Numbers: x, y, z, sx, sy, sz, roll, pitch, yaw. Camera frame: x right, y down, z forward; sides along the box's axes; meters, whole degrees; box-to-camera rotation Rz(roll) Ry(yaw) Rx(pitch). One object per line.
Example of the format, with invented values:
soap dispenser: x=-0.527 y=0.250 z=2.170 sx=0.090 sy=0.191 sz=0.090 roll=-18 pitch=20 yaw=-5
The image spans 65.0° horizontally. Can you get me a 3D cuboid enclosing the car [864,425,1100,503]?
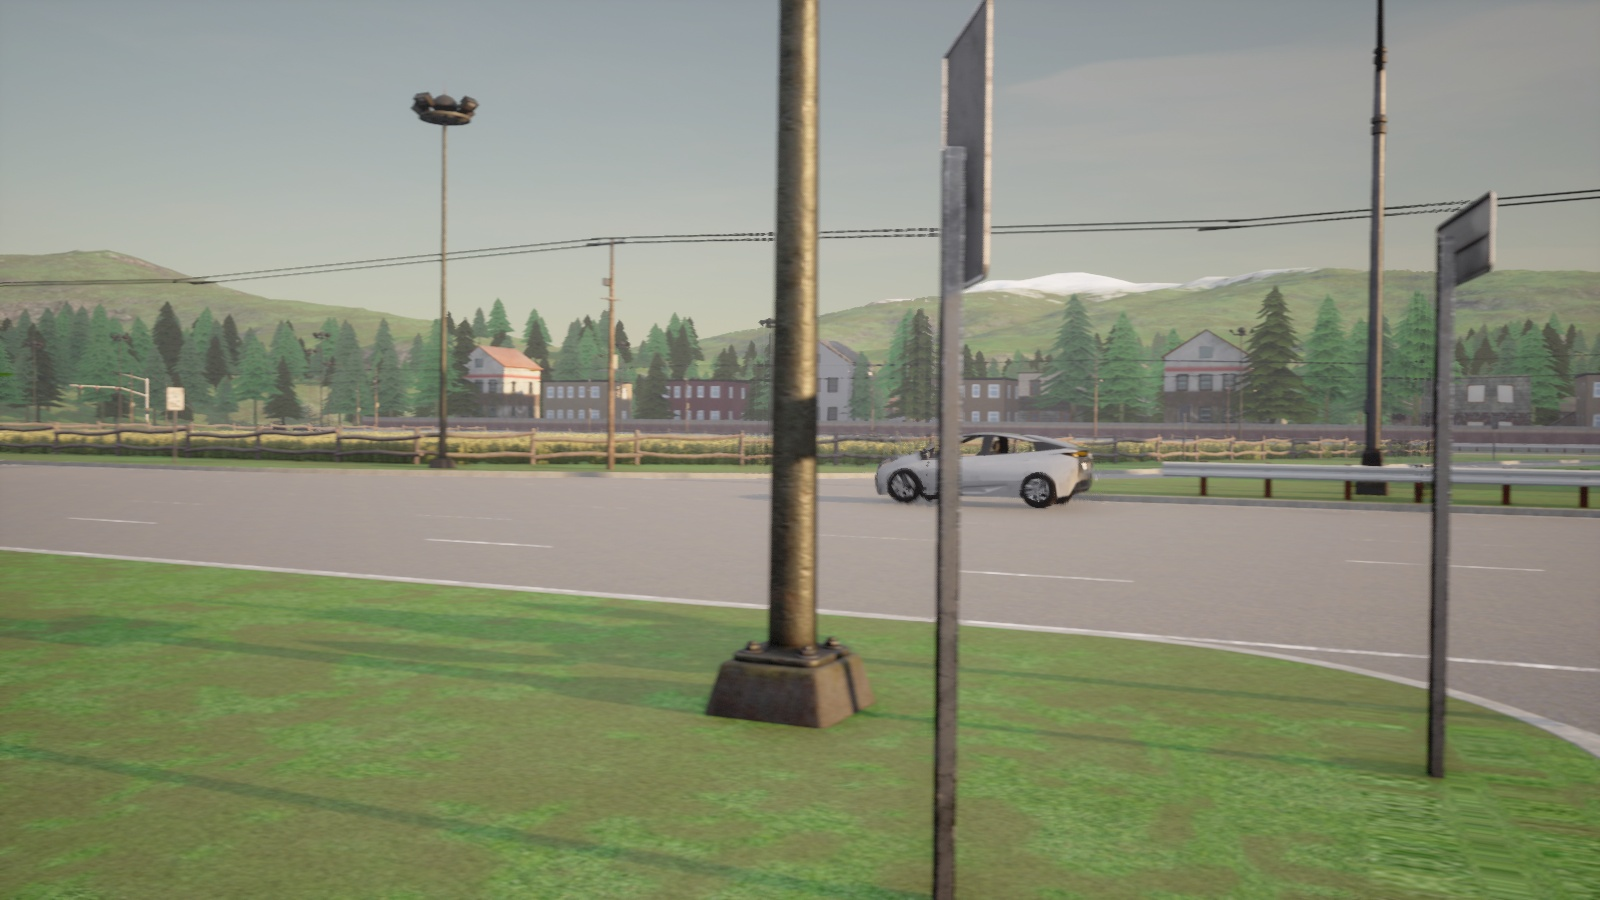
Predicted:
car: x=3.821 y=0.263 z=26.383 sx=4.514 sy=1.525 sz=2.007 roll=0 pitch=1 yaw=25
